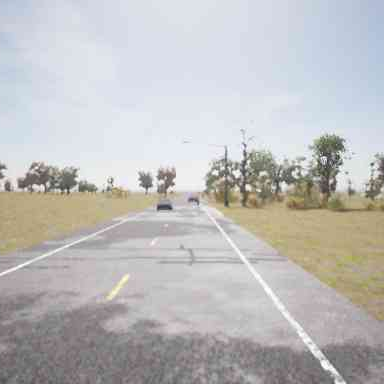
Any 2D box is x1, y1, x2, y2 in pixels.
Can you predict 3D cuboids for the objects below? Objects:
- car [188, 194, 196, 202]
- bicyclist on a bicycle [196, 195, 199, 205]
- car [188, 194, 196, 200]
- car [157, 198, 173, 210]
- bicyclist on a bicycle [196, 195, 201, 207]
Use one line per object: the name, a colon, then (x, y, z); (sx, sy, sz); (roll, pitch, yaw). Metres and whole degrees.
car: (0.041, 1.642, 77.628); (1.837, 1.490, 4.892); (0, 0, 0)
bicyclist on a bicycle: (0.994, 1.480, 60.350); (0.659, 1.776, 1.843); (0, 0, 0)
car: (0.048, 1.338, 89.941); (2.097, 1.767, 4.553); (0, 0, 0)
car: (-3.557, 1.556, 43.984); (1.882, 1.535, 5.008); (0, 0, 0)
bicyclist on a bicycle: (0.999, 1.528, 51.124); (0.866, 1.612, 1.509); (0, 0, 0)
